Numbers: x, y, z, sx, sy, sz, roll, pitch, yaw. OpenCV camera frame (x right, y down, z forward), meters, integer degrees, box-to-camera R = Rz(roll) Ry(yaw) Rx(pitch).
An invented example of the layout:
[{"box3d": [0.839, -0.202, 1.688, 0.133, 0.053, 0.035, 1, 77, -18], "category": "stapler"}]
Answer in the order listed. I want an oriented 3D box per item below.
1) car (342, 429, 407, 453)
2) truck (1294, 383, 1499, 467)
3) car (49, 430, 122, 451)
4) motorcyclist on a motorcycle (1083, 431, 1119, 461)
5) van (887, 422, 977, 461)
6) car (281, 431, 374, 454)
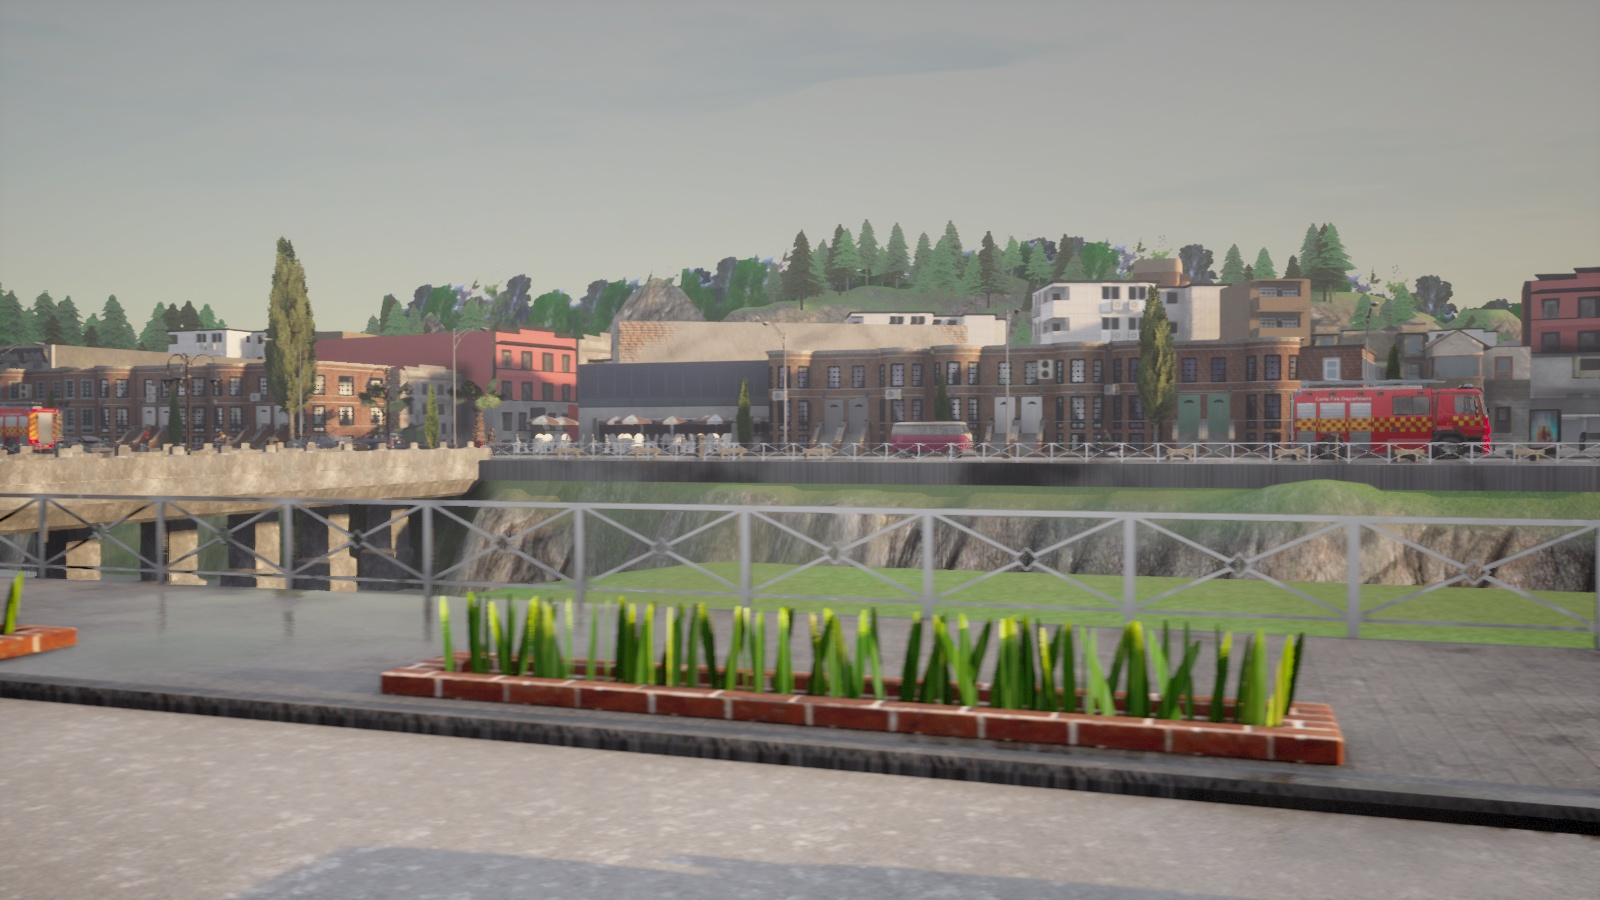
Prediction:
[{"box3d": [-27.943, -0.620, 82.412, 3.705, 1.549, 1.789, 1, 1, 19], "category": "car"}, {"box3d": [27.980, -1.184, 59.380, 8.468, 3.827, 2.891, 1, 1, 19], "category": "truck"}, {"box3d": [-48.384, -0.654, 85.064, 4.181, 1.385, 1.994, 1, 1, 19], "category": "car"}, {"box3d": [16.202, -0.241, 67.574, 1.817, 1.590, 0.866, 1, 1, 19], "category": "motorcyclist on a motorcycle"}, {"box3d": [6.982, -0.459, 66.451, 4.442, 1.987, 1.775, 1, 1, 19], "category": "van"}, {"box3d": [-29.613, -0.499, 78.756, 5.357, 1.411, 2.033, 1, 1, 19], "category": "car"}]
